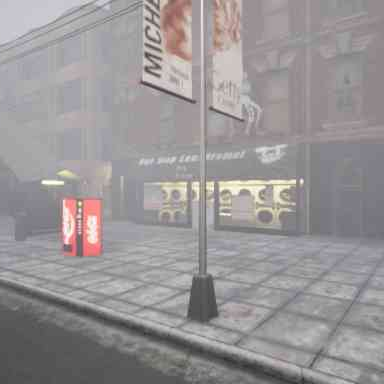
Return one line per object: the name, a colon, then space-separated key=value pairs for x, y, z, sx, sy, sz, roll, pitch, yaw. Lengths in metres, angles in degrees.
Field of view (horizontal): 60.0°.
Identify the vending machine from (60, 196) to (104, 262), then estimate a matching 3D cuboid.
vending machine: x=-3.740 y=1.195 z=11.324 sx=0.880 sy=2.100 sz=1.100 roll=0 pitch=0 yaw=36
